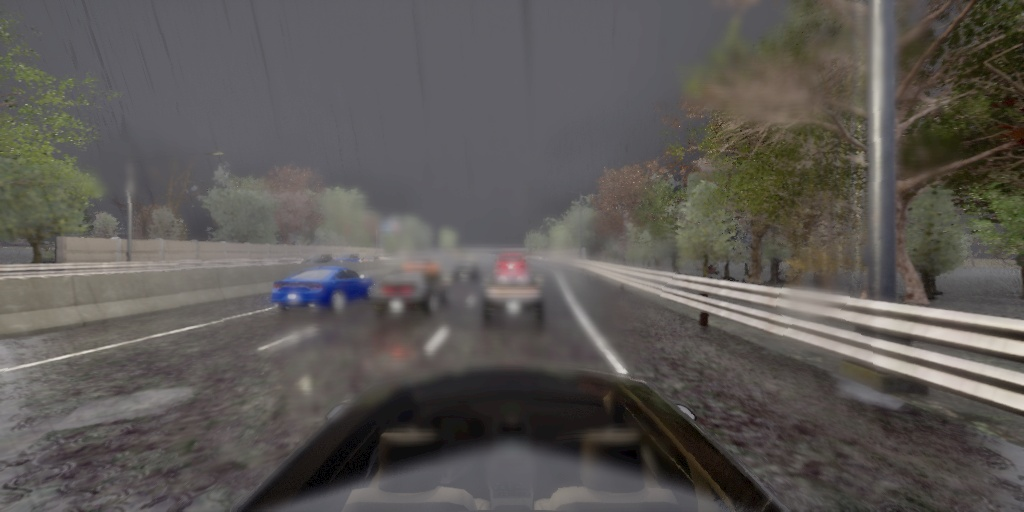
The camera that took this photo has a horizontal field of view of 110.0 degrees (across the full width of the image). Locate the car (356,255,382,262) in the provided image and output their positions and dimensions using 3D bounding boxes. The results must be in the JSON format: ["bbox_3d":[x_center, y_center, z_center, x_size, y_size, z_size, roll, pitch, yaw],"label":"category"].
[{"bbox_3d":[-21.086,0.950,53.927,2.097,1.767,4.553,0,0,0],"label":"car"}]

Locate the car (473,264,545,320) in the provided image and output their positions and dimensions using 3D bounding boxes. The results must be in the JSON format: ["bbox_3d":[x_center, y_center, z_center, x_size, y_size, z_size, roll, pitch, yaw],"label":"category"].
[{"bbox_3d":[0.061,1.205,12.407,2.128,1.511,4.902,0,0,0],"label":"car"}]

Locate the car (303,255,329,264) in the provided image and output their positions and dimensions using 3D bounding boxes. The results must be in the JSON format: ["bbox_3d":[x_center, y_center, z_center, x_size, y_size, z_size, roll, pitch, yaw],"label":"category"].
[{"bbox_3d":[-28.080,0.821,52.481,2.150,2.045,5.566,0,0,0],"label":"car"}]

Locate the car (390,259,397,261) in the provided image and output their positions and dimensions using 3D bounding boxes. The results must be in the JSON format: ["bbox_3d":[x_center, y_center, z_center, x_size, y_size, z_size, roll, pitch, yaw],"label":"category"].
[{"bbox_3d":[-17.588,1.123,54.262,1.812,1.442,4.674,0,0,0],"label":"car"}]

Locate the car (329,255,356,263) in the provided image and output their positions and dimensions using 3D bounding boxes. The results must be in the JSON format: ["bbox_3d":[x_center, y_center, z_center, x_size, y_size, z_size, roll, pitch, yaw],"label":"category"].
[{"bbox_3d":[-24.579,0.817,53.775,2.150,2.045,5.566,0,0,1],"label":"car"}]

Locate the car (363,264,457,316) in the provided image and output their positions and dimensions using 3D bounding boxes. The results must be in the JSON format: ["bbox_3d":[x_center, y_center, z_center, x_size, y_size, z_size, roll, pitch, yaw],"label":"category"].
[{"bbox_3d":[-3.435,1.216,13.153,1.837,1.490,4.892,0,0,0],"label":"car"}]

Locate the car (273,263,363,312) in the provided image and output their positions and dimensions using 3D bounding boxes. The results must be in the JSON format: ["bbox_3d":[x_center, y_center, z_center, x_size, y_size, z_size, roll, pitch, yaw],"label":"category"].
[{"bbox_3d":[-6.933,1.185,13.892,1.882,1.535,5.008,0,0,0],"label":"car"}]

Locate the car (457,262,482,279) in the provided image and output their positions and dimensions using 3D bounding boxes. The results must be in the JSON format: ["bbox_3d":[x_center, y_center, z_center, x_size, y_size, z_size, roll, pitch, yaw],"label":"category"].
[{"bbox_3d":[-3.444,1.170,28.242,1.837,1.490,4.892,0,1,0],"label":"car"}]

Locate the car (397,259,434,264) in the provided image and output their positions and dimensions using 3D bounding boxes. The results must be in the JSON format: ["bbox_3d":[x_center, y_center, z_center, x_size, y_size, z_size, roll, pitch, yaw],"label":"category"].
[{"bbox_3d":[-6.947,1.015,27.901,2.097,1.767,4.553,0,0,0],"label":"car"}]

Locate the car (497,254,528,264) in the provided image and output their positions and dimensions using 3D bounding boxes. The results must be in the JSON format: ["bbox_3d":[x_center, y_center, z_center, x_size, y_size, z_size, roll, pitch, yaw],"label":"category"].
[{"bbox_3d":[0.049,0.891,27.076,2.150,2.045,5.566,0,0,0],"label":"car"}]
